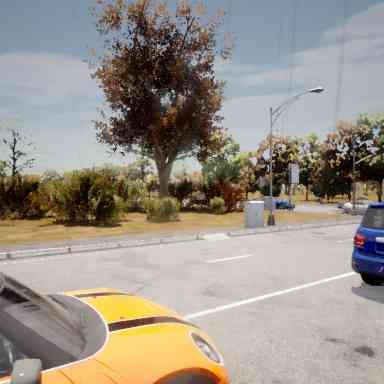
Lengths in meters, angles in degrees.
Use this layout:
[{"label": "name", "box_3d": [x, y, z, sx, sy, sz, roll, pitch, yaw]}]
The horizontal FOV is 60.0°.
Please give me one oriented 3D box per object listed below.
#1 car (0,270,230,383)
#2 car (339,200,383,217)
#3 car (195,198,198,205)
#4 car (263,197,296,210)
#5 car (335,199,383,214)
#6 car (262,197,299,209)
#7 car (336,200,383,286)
[{"label": "car", "box_3d": [-1.857, 1.352, 2.421, 4.553, 1.767, 2.097, 0, 0, -36]}, {"label": "car", "box_3d": [16.667, 1.525, 31.856, 1.812, 1.442, 4.674, 0, 0, -23]}, {"label": "car", "box_3d": [2.150, 1.505, 55.602, 2.033, 1.411, 5.357, 0, 0, -34]}, {"label": "car", "box_3d": [10.806, 1.476, 42.160, 1.882, 1.535, 5.008, 0, 0, -32]}, {"label": "car", "box_3d": [18.746, 1.547, 36.561, 2.033, 1.411, 5.357, 0, 0, -35]}, {"label": "car", "box_3d": [12.257, 1.486, 46.400, 2.128, 1.511, 4.902, 0, 0, -32]}, {"label": "car", "box_3d": [6.186, 1.221, 8.170, 5.566, 2.045, 2.150, 0, 0, -35]}]
